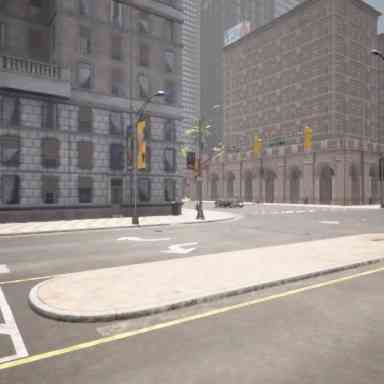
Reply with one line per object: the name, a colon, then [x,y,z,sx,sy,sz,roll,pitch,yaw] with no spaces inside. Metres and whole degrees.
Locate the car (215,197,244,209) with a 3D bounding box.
car: [5.140,1.490,45.951,2.128,1.511,4.902,0,0,-34]
